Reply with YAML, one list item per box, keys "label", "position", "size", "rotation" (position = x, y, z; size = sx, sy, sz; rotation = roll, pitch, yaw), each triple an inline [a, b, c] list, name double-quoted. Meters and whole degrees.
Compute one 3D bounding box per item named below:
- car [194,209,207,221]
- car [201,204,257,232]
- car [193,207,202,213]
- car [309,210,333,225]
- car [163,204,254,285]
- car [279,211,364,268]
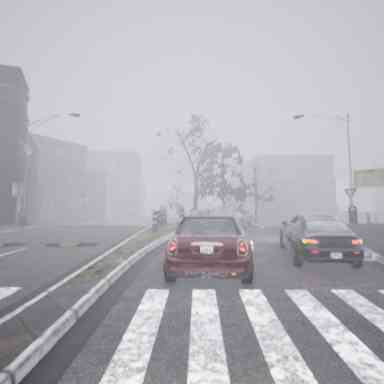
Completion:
- label: "car"
  position: [1.668, 4.888, 70.342]
  size: [2.150, 2.045, 5.566]
  rotation: [1, 0, -5]
- label: "car"
  position: [2.330, 1.425, 19.448]
  size: [2.033, 1.411, 5.357]
  rotation: [-2, -2, 20]
- label: "car"
  position: [1.473, 5.067, 92.944]
  size: [2.033, 1.411, 5.357]
  rotation: [0, 0, 6]
- label: "car"
  position: [13.736, 2.764, 35.263]
  size: [1.837, 1.490, 4.892]
  rotation: [-2, -6, 27]
- label: "car"
  position: [0.587, 1.277, 9.526]
  size: [2.097, 1.767, 4.553]
  rotation: [0, 1, 7]
- label: "car"
  position: [3.993, 1.397, 10.786]
  size: [1.812, 1.442, 4.674]
  rotation: [0, 1, 7]
